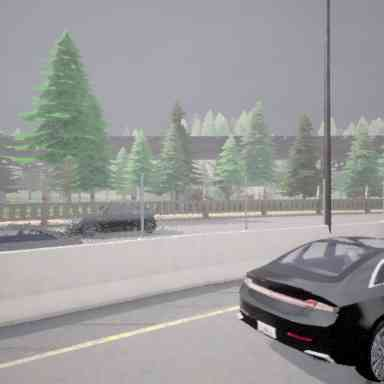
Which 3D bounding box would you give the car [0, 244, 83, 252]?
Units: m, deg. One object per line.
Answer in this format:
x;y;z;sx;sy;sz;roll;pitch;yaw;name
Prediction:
-5.065;1.564;8.768;4.181;1.385;1.994;0;0;-33;car

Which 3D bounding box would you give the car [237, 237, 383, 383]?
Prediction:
2.993;1.491;5.390;4.902;1.511;2.128;0;0;-31;car
